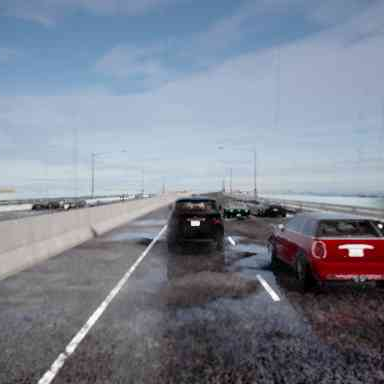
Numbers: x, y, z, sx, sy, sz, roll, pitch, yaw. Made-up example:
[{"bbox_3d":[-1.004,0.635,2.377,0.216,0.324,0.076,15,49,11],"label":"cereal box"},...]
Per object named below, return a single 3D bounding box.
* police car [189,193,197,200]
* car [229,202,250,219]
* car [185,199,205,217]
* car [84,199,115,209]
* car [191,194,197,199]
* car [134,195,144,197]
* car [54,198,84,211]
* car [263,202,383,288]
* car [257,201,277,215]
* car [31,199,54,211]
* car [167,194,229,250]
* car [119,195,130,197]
[{"bbox_3d":[0.292,1.216,85.017,1.930,1.638,5.238,0,0,2],"label":"police car"},{"bbox_3d":[3.759,1.550,28.740,1.895,1.301,4.718,0,0,1],"label":"car"},{"bbox_3d":[0.293,1.469,31.428,1.812,1.442,4.674,0,0,1],"label":"car"},{"bbox_3d":[-10.313,1.529,38.058,1.895,1.301,4.718,0,0,1],"label":"car"},{"bbox_3d":[0.618,1.282,94.888,1.812,1.442,4.674,0,0,2],"label":"car"},{"bbox_3d":[-12.803,0.962,80.397,2.033,1.411,5.357,0,0,2],"label":"car"},{"bbox_3d":[-13.795,1.416,39.054,2.128,1.511,4.902,0,0,1],"label":"car"},{"bbox_3d":[3.604,1.337,9.398,2.097,1.767,4.553,0,0,0],"label":"car"},{"bbox_3d":[7.286,1.510,30.924,1.994,1.385,4.181,0,0,1],"label":"car"},{"bbox_3d":[-17.287,1.487,39.509,1.994,1.385,4.181,0,0,1],"label":"car"},{"bbox_3d":[0.142,1.198,14.314,2.150,2.045,5.566,0,0,0],"label":"car"},{"bbox_3d":[-16.301,0.961,80.500,2.033,1.411,5.357,0,0,2],"label":"car"}]
